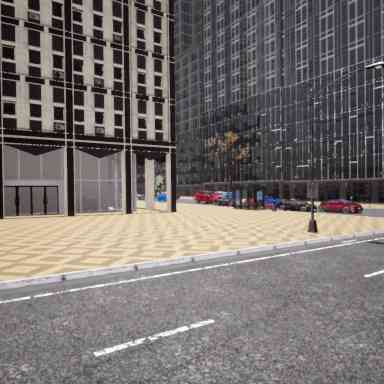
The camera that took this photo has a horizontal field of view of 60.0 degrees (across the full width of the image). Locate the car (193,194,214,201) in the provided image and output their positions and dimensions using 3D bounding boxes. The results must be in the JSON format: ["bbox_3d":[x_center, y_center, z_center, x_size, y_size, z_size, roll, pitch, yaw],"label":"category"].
[{"bbox_3d":[2.215,1.042,63.673,1.802,1.307,4.206,0,1,-34],"label":"car"}]

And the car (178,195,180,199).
[{"bbox_3d":[-4.182,0.935,73.070,1.802,1.307,4.206,0,1,-34],"label":"car"}]

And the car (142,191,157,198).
[{"bbox_3d":[-10.580,0.685,82.464,1.967,1.590,4.097,0,1,-34],"label":"car"}]

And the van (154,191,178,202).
[{"bbox_3d":[-4.713,0.936,58.956,1.690,1.788,3.998,0,1,-34],"label":"van"}]

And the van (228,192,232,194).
[{"bbox_3d":[5.412,0.854,58.972,1.690,1.788,3.998,0,1,-34],"label":"van"}]

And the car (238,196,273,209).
[{"bbox_3d":[7.988,1.387,40.105,1.802,1.307,4.206,0,1,-34],"label":"car"}]

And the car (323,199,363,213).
[{"bbox_3d":[15.258,1.408,34.210,1.994,1.385,4.181,-1,1,-34],"label":"car"}]

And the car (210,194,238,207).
[{"bbox_3d":[4.838,1.319,44.836,1.947,1.339,4.313,0,1,-34],"label":"car"}]

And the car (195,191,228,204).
[{"bbox_3d":[2.719,0.859,52.652,2.150,2.045,5.566,-1,1,-34],"label":"car"}]

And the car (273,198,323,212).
[{"bbox_3d":[11.172,1.423,35.395,1.947,1.339,4.313,0,1,-34],"label":"car"}]

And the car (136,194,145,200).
[{"bbox_3d":[-11.110,1.038,68.355,2.008,1.369,4.403,0,1,-34],"label":"car"}]

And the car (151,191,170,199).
[{"bbox_3d":[-7.381,0.614,77.765,2.192,1.841,5.009,0,1,-34],"label":"car"}]

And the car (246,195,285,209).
[{"bbox_3d":[9.370,1.226,42.863,1.882,1.535,5.008,-1,1,-34],"label":"car"}]
